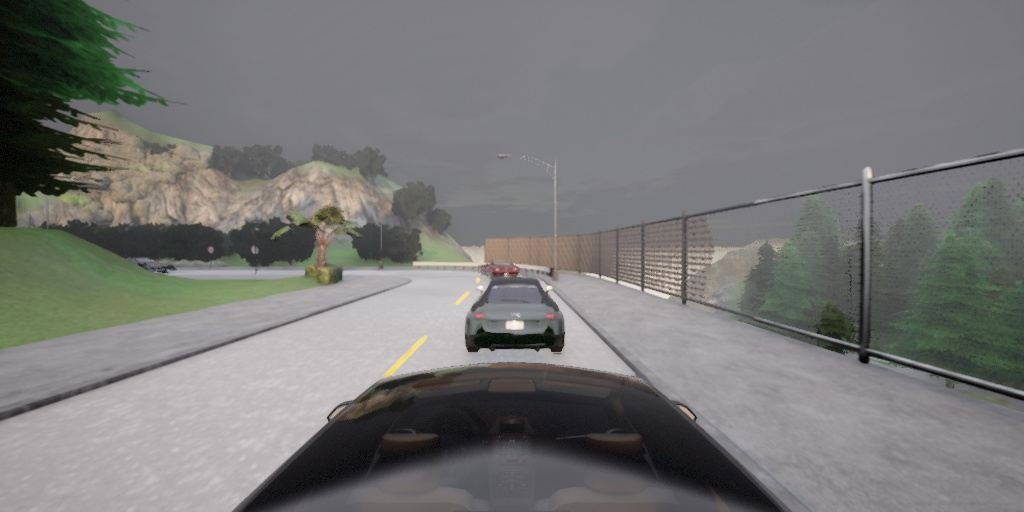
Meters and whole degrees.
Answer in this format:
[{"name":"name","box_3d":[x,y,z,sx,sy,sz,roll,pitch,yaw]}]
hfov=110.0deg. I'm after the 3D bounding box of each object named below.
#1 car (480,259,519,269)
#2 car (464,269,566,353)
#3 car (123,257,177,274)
[{"name":"car","box_3d":[-1.048,0.897,26.190,1.895,1.301,4.718,0,1,-17]},{"name":"car","box_3d":[0.063,1.187,8.491,1.994,1.385,4.181,0,1,0]},{"name":"car","box_3d":[-30.648,0.785,29.209,5.357,1.411,2.033,0,1,0]}]
